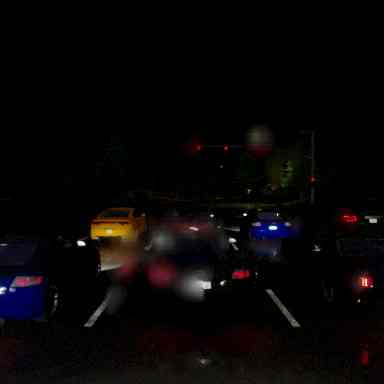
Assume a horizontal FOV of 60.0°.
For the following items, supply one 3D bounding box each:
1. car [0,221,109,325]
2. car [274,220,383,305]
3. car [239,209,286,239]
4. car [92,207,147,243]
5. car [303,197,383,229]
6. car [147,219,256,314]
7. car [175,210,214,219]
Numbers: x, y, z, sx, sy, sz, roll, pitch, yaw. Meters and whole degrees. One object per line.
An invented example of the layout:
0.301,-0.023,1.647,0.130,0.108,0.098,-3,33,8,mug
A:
-3.396,1.564,7.232,1.994,1.385,4.181,0,0,0,car
3.603,1.601,8.044,1.895,1.301,4.718,0,0,0,car
3.606,1.564,16.801,1.994,1.385,4.181,0,0,0,car
-3.395,1.478,16.163,1.882,1.535,5.008,0,0,0,car
7.106,1.222,15.726,2.150,2.045,5.566,0,0,0,car
0.117,1.564,7.693,1.994,1.385,4.181,0,0,-1,car
0.106,1.564,16.096,1.994,1.385,4.181,0,0,0,car
